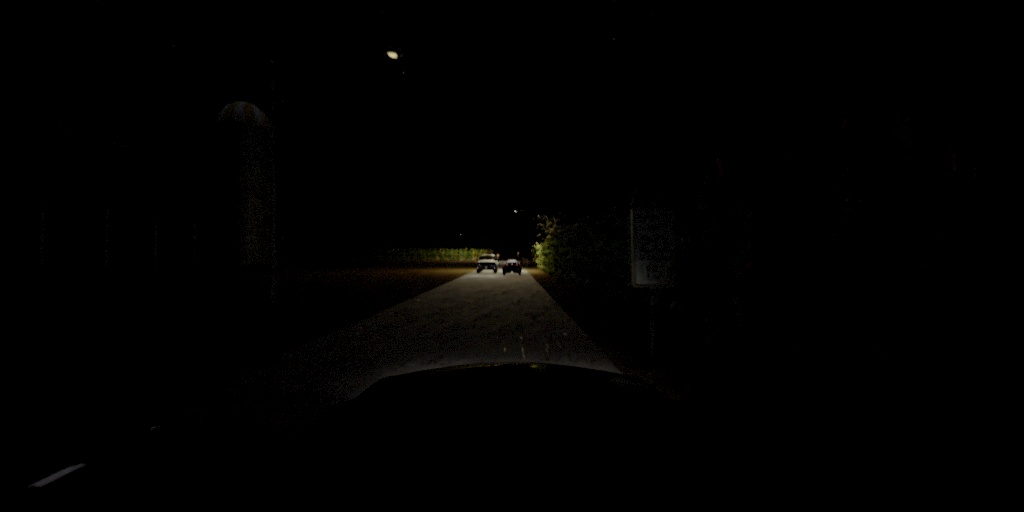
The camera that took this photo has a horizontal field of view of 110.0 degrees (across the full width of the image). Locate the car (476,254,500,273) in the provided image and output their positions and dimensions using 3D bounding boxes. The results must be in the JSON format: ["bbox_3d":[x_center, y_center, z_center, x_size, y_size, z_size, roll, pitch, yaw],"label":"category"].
[{"bbox_3d":[-2.752,0.836,40.764,2.150,2.045,5.566,0,0,0],"label":"car"}]

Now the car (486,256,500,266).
[{"bbox_3d":[-2.753,0.721,53.602,1.837,1.490,4.892,0,0,0],"label":"car"}]

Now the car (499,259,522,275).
[{"bbox_3d":[-0.002,1.233,36.255,1.895,1.301,4.718,0,0,0],"label":"car"}]
